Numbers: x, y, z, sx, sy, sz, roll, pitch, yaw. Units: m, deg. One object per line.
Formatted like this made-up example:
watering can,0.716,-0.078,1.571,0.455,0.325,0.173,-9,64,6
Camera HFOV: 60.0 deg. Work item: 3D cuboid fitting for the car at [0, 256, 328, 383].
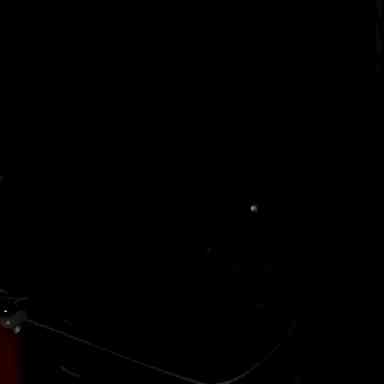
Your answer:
car,-0.834,1.439,3.563,4.097,1.590,1.967,0,0,35
